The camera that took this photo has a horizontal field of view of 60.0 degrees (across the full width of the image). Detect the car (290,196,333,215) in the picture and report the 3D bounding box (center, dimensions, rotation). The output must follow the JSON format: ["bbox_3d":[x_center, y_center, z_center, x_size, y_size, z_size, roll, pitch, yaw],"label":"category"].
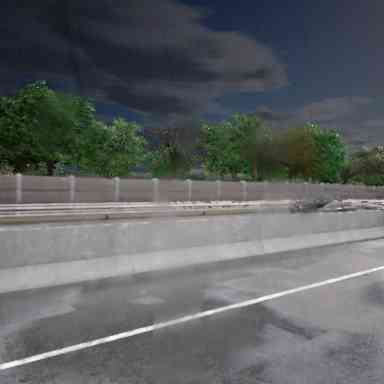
[{"bbox_3d":[12.490,1.384,34.263,5.566,2.045,2.150,0,0,-35],"label":"car"}]

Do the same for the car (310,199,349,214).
[{"bbox_3d":[13.399,1.661,30.624,4.892,1.490,1.837,0,0,-35],"label":"car"}]

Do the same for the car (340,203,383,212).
[{"bbox_3d":[14.497,1.751,27.120,4.718,1.301,1.895,0,0,-35],"label":"car"}]
